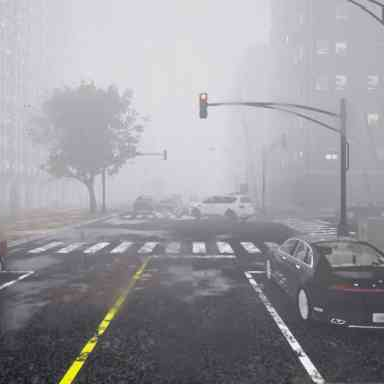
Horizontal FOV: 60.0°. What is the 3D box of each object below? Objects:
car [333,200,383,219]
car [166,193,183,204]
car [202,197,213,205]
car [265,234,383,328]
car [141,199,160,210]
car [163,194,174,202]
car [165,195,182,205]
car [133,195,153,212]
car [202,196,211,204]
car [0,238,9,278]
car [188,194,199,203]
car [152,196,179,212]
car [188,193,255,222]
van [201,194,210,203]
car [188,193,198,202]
[{"bbox_3d":[13.497,1.350,26.280,4.403,1.369,2.008,-1,1,0],"label":"car"},{"bbox_3d":[-2.887,1.264,59.696,2.150,2.045,5.566,0,0,3],"label":"car"},{"bbox_3d":[2.859,1.611,61.384,1.947,1.339,4.313,0,0,0],"label":"car"},{"bbox_3d":[2.707,1.551,6.904,2.008,1.369,4.403,0,0,0],"label":"car"},{"bbox_3d":[-5.568,1.592,44.839,1.947,1.339,4.313,0,0,0],"label":"car"},{"bbox_3d":[-5.476,1.386,77.976,2.192,1.841,5.009,0,0,0],"label":"car"},{"bbox_3d":[-2.965,1.578,49.053,2.033,1.411,5.357,0,0,0],"label":"car"},{"bbox_3d":[-5.584,1.336,39.316,2.192,1.841,5.009,0,0,0],"label":"car"},{"bbox_3d":[2.875,1.578,67.076,1.752,1.417,4.829,0,0,0],"label":"car"},{"bbox_3d":[-5.673,1.545,6.928,1.887,1.381,4.507,0,0,0],"label":"car"},{"bbox_3d":[0.292,1.407,68.699,2.097,1.767,4.553,0,0,0],"label":"car"},{"bbox_3d":[-2.995,1.568,38.600,2.033,1.411,5.357,0,0,0],"label":"car"},{"bbox_3d":[2.359,1.238,26.700,5.566,2.045,2.150,0,2,39],"label":"car"},{"bbox_3d":[2.889,1.402,72.430,1.690,1.788,3.998,0,0,0],"label":"van"},{"bbox_3d":[0.218,1.298,78.855,2.150,2.045,5.566,0,0,0],"label":"car"}]
